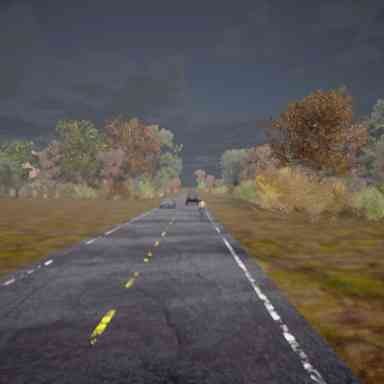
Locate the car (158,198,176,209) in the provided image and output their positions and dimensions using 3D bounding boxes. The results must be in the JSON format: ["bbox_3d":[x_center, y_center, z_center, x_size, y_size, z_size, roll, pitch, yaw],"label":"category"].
[{"bbox_3d":[-3.076,1.436,42.130,1.994,1.385,4.181,0,0,0],"label":"car"}]

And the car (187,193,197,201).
[{"bbox_3d":[0.013,1.103,74.878,2.097,1.767,4.553,0,0,0],"label":"car"}]

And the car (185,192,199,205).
[{"bbox_3d":[0.067,1.048,55.405,2.150,2.045,5.566,0,1,1],"label":"car"}]

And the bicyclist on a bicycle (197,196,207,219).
[{"bbox_3d":[0.849,1.356,27.441,0.866,1.612,1.509,0,0,0],"label":"bicyclist on a bicycle"}]
